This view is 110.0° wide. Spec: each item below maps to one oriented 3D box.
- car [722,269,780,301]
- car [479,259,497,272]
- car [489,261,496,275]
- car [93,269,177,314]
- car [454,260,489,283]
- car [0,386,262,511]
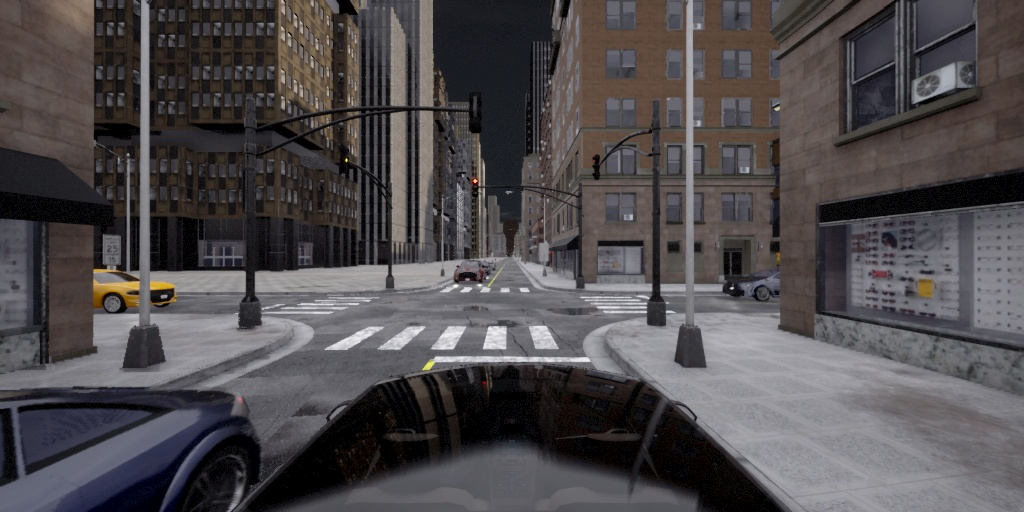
[{"bbox_3d":[12.219,1.313,16.687,4.181,1.385,1.994,0,0,-1],"label":"car"},{"bbox_3d":[-3.189,1.241,48.493,2.128,1.511,4.902,0,0,0],"label":"car"},{"bbox_3d":[-3.175,1.298,38.075,2.033,1.411,5.357,0,0,0],"label":"car"},{"bbox_3d":[-15.369,1.232,13.247,5.008,1.535,1.882,0,0,0],"label":"car"},{"bbox_3d":[-3.159,1.102,27.816,2.097,1.767,4.553,0,0,0],"label":"car"},{"bbox_3d":[-2.979,1.314,1.072,1.994,1.385,4.181,0,0,1],"label":"car"}]
